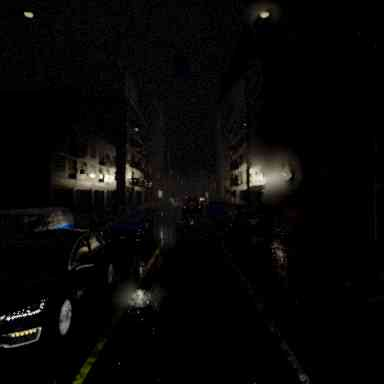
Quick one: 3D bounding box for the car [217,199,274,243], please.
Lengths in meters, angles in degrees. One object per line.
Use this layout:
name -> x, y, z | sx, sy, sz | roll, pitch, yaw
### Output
car -> 2.706, 1.464, 16.772 | 2.192, 1.841, 5.009 | 0, 0, 0

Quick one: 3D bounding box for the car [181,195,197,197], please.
car -> 0.002, 1.625, 46.940 | 2.150, 2.045, 5.566 | 0, 0, 0

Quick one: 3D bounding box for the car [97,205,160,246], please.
car -> -2.849, 1.615, 16.157 | 1.882, 1.535, 5.008 | 0, 0, 0

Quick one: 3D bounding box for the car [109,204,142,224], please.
car -> -5.404, 1.777, 27.580 | 1.887, 1.381, 4.507 | 0, 0, 0

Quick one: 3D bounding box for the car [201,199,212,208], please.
car -> 2.663, 2.043, 60.188 | 1.752, 1.417, 4.829 | 0, 0, 0

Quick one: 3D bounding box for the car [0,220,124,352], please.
car -> -2.850, 1.560, 6.626 | 1.837, 1.490, 4.892 | 0, 0, 0

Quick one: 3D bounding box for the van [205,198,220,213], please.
van -> 2.679, 1.719, 43.802 | 1.690, 1.788, 3.998 | 0, 0, 0

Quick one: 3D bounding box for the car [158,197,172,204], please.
car -> -5.397, 1.822, 60.018 | 2.192, 1.841, 5.009 | 0, 0, 0

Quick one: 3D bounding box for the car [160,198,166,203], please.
car -> -5.399, 1.966, 49.204 | 2.008, 1.369, 4.403 | 0, 0, 0

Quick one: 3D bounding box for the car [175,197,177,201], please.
car -> -5.392, 2.242, 81.640 | 2.008, 1.369, 4.403 | 0, 0, 0

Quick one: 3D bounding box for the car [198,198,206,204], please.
car -> 2.637, 2.297, 87.048 | 2.008, 1.369, 4.403 | 0, 0, 0

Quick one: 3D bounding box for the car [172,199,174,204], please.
car -> -5.395, 2.181, 70.828 | 1.802, 1.307, 4.206 | 0, 0, 0

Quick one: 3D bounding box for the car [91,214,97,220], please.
car -> -5.405, 1.752, 22.174 | 1.947, 1.339, 4.313 | 0, 0, 0

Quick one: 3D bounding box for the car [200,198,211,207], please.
car -> 2.658, 2.002, 65.425 | 1.967, 1.590, 4.097 | 0, 0, 0

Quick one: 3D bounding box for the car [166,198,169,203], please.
car -> -5.398, 2.027, 54.610 | 1.947, 1.339, 4.313 | 0, 0, 0

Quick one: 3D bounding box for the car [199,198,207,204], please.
car -> 2.642, 2.226, 81.812 | 1.752, 1.417, 4.829 | 0, 0, 0

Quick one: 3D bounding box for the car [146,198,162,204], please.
car -> -5.400, 1.893, 43.629 | 1.752, 1.417, 4.829 | 0, 0, 0

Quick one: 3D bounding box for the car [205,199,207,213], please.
car -> 2.684, 1.648, 38.396 | 2.192, 1.841, 5.009 | 0, 0, 0

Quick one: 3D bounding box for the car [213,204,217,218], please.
car -> 2.700, 1.745, 22.176 | 2.008, 1.369, 4.403 | 0, 0, 0

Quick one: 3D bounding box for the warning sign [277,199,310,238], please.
warning sign -> 4.945, 1.262, 16.317 | 1.300, 1.860, 1.060 | 0, 0, 0

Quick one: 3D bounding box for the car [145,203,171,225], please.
car -> -2.835, 1.827, 26.578 | 1.895, 1.301, 4.718 | 0, -1, 0

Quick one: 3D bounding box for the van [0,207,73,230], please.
van -> -5.407, 1.434, 11.364 | 1.690, 1.788, 3.998 | 0, 0, 0

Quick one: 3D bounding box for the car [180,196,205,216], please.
car -> 0.053, 1.667, 36.677 | 2.097, 1.767, 4.553 | 0, 0, 0

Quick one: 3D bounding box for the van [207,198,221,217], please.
van -> 2.690, 1.628, 32.989 | 1.690, 1.788, 3.998 | 0, 0, 0
